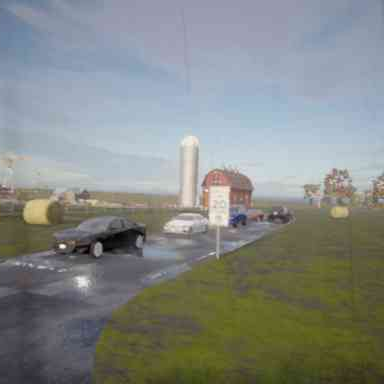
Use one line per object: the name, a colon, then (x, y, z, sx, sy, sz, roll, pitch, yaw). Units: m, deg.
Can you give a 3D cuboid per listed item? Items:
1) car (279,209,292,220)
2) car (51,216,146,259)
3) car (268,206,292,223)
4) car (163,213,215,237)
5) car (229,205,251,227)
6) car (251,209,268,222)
car: (14.720, 3.526, 52.389, 1.837, 1.490, 4.892, 2, -2, 15)
car: (-3.841, 1.821, 14.564, 1.882, 1.535, 5.008, 2, -2, 22)
car: (11.034, 2.842, 42.434, 2.150, 2.045, 5.566, 2, -2, 22)
car: (-0.261, 2.219, 23.180, 1.812, 1.442, 4.674, 2, -2, 23)
car: (3.861, 2.319, 32.948, 2.150, 2.045, 5.566, 2, -2, 23)
car: (7.940, 2.981, 42.571, 1.882, 1.535, 5.008, 2, -1, 23)
